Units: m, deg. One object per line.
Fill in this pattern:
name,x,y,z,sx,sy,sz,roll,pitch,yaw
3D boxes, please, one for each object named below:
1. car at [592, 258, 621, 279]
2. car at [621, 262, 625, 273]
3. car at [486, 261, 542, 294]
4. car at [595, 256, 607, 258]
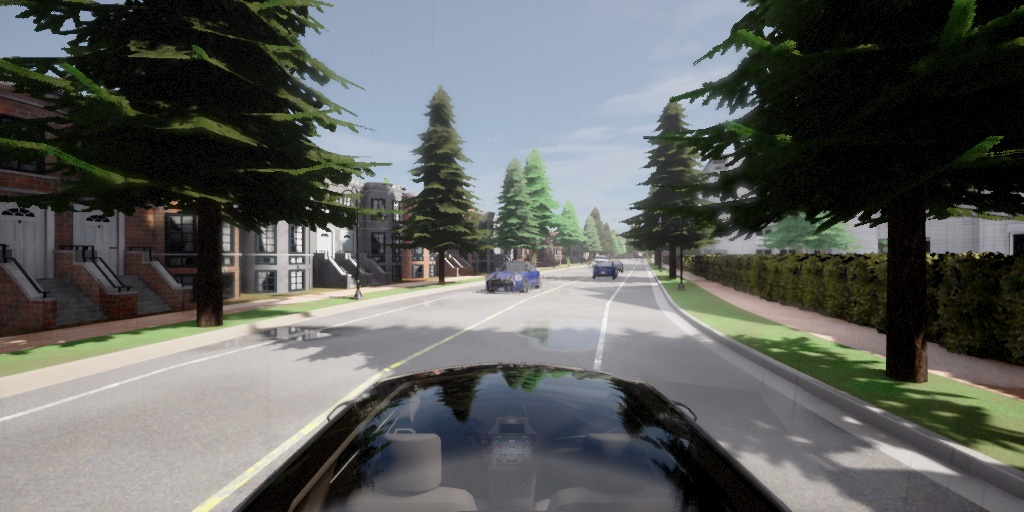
car,8.467,1.219,32.271,1.882,1.535,5.008,0,0,20
car,12.668,1.286,43.779,2.033,1.411,5.357,0,0,19
car,0.189,1.096,20.217,2.097,1.767,4.553,0,0,19
car,15.108,0.957,61.174,2.150,2.045,5.566,0,0,20
